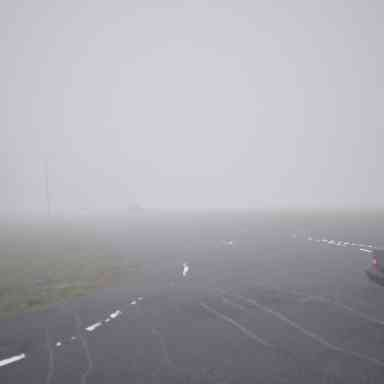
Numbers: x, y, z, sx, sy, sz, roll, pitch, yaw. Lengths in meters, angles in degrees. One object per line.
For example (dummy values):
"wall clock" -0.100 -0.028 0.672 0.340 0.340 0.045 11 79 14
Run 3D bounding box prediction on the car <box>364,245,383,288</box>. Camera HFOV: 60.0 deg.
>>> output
"car" 5.239 1.331 4.609 2.033 1.411 5.357 -2 1 -25

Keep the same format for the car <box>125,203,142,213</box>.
"car" -9.612 2.586 54.189 2.128 1.511 4.902 -3 0 -24

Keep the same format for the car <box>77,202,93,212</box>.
"car" -23.549 3.550 73.280 2.128 1.511 4.902 -3 -1 -17
